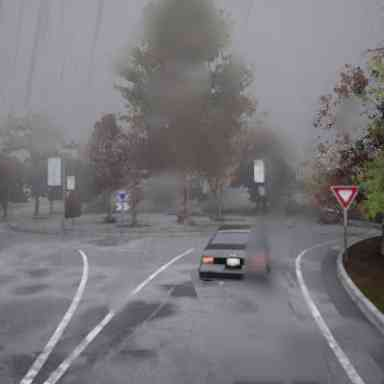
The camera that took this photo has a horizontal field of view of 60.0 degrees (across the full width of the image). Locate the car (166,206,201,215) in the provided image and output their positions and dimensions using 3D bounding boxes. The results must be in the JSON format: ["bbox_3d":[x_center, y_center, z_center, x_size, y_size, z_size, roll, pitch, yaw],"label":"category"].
[{"bbox_3d":[-1.129,2.718,50.123,5.357,1.411,2.033,1,-2,7],"label":"car"}]

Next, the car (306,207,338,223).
[{"bbox_3d":[13.172,2.309,33.922,1.837,1.490,4.892,2,-2,1],"label":"car"}]

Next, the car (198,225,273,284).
[{"bbox_3d":[1.443,1.694,10.033,2.033,1.411,5.357,0,-2,12],"label":"car"}]
